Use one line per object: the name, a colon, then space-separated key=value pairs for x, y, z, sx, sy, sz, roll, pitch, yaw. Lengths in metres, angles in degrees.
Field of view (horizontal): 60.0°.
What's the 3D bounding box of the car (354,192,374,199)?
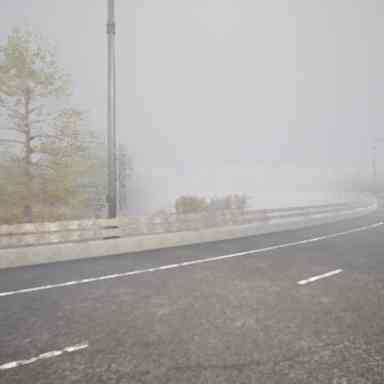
car: x=40.829 y=0.854 z=78.978 sx=1.837 sy=1.490 sz=4.892 roll=0 pitch=0 yaw=8
